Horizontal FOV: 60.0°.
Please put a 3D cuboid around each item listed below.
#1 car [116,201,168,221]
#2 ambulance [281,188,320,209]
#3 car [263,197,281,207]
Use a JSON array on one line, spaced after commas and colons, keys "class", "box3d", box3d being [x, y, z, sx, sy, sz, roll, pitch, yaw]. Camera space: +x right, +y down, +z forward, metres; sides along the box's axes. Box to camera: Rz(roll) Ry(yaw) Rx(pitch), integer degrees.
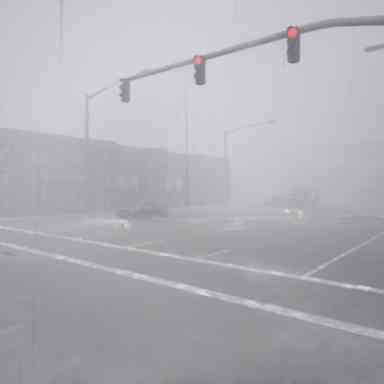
[{"class": "car", "box3d": [-3.757, 1.357, 25.546, 1.994, 1.385, 4.181, 0, 1, 39]}, {"class": "ambulance", "box3d": [13.858, 0.711, 41.576, 2.351, 2.431, 6.366, 0, 1, 39]}, {"class": "car", "box3d": [11.231, 1.262, 43.965, 1.895, 1.301, 4.718, 0, 1, 40]}]
